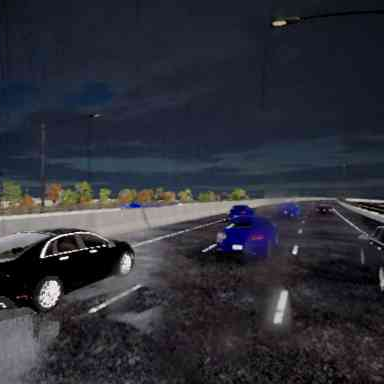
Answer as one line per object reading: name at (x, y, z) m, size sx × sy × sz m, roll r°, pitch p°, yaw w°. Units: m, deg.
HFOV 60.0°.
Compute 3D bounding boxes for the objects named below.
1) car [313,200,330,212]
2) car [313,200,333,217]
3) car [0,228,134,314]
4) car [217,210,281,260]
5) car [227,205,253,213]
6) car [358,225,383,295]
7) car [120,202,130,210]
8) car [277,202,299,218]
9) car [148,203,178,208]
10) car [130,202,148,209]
car at (17.628, 1.890, 45.358) m, size 2.128 × 1.511 × 4.902 m, roll -1°, pitch -1°, yaw 21°
car at (14.103, 1.852, 35.638) m, size 2.033 × 1.411 × 5.357 m, roll -1°, pitch -1°, yaw 21°
car at (-3.176, 1.633, 8.104) m, size 1.837 × 1.490 × 4.892 m, roll -1°, pitch -1°, yaw 19°
car at (2.253, 1.662, 13.021) m, size 1.812 × 1.442 × 4.674 m, roll -1°, pitch -1°, yaw 19°
car at (4.288, 1.841, 29.116) m, size 1.812 × 1.442 × 4.674 m, roll -1°, pitch -1°, yaw 20°
car at (5.547, 1.556, 8.462) m, size 1.837 × 1.490 × 4.892 m, roll -1°, pitch -1°, yaw 19°
car at (-8.187, 2.135, 46.483) m, size 1.882 × 1.535 × 5.008 m, roll -1°, pitch -1°, yaw 20°
car at (9.782, 1.802, 33.974) m, size 1.882 × 1.535 × 5.008 m, roll -1°, pitch -1°, yaw 20°
car at (-2.929, 2.077, 40.539) m, size 2.033 × 1.411 × 5.357 m, roll -1°, pitch -1°, yaw 20°
car at (-5.538, 2.142, 43.581) m, size 2.033 × 1.411 × 5.357 m, roll -1°, pitch -1°, yaw 20°
